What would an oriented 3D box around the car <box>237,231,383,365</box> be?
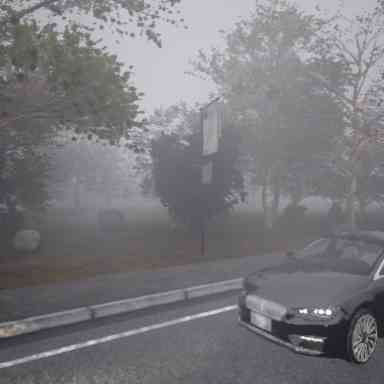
[{"bbox_3d":[2.982,1.497,5.871,4.902,1.511,2.128,0,0,-33],"label":"car"}]
